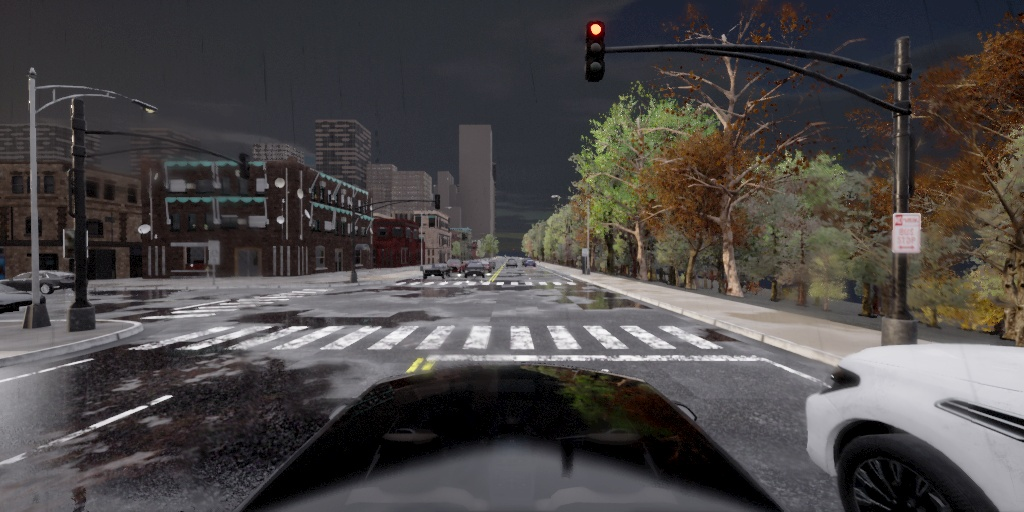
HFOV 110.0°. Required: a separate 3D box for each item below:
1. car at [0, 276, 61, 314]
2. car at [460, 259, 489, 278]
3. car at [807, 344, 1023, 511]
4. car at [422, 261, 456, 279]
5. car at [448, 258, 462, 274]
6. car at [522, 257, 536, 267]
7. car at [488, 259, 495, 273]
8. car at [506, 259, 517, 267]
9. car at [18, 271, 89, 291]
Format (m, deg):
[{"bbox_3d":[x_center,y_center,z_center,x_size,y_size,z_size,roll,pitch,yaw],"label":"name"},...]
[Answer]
[{"bbox_3d":[-19.969,1.564,13.116,4.313,1.339,1.948,0,0,0],"label":"car"},{"bbox_3d":[-3.433,1.287,33.851,2.033,1.411,5.357,0,0,-4],"label":"car"},{"bbox_3d":[3.356,0.972,0.357,2.150,2.045,5.566,0,0,0],"label":"car"},{"bbox_3d":[-6.666,1.341,32.462,1.895,1.301,4.718,0,0,0],"label":"car"},{"bbox_3d":[-6.666,1.088,41.547,2.097,1.767,4.553,0,0,0],"label":"car"},{"bbox_3d":[3.227,1.251,64.060,1.812,1.442,4.674,0,0,0],"label":"car"},{"bbox_3d":[-3.418,1.261,43.314,1.812,1.442,4.674,0,0,0],"label":"car"},{"bbox_3d":[-0.030,1.290,64.091,1.994,1.385,4.181,0,0,0],"label":"car"},{"bbox_3d":[-28.318,1.559,21.612,4.403,1.370,2.007,0,0,0],"label":"car"}]
